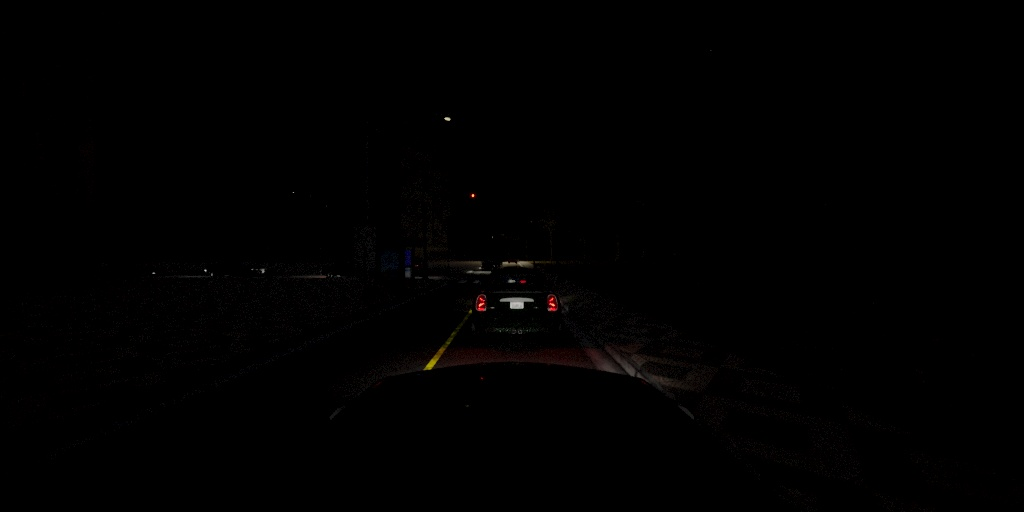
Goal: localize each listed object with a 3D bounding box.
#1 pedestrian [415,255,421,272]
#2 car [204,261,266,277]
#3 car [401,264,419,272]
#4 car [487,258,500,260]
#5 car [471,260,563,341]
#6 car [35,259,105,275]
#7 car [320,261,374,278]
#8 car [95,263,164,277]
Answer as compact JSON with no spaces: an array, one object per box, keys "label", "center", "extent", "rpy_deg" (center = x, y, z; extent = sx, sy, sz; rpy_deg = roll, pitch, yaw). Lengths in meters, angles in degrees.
[{"label":"pedestrian","center":[-9.980,0.800,38.122],"extent":[0.375,1.860,0.375],"rpy_deg":[0,0,2]},{"label":"car","center":[-24.829,1.163,32.306],"extent":[4.902,1.511,2.128],"rpy_deg":[0,0,2]},{"label":"car","center":[-11.650,1.170,35.275],"extent":[4.902,1.511,2.128],"rpy_deg":[0,1,-1]},{"label":"car","center":[-2.966,1.180,46.949],"extent":[1.882,1.535,5.008],"rpy_deg":[0,0,0]},{"label":"car","center":[0.114,1.099,9.972],"extent":[2.097,1.767,4.553],"rpy_deg":[0,0,0]},{"label":"car","center":[-44.315,1.092,36.001],"extent":[4.892,1.490,1.837],"rpy_deg":[0,1,2]},{"label":"car","center":[-14.453,1.192,32.014],"extent":[4.902,1.511,2.128],"rpy_deg":[0,1,2]},{"label":"car","center":[-34.690,1.245,32.592],"extent":[4.718,1.301,1.895],"rpy_deg":[0,1,2]}]
